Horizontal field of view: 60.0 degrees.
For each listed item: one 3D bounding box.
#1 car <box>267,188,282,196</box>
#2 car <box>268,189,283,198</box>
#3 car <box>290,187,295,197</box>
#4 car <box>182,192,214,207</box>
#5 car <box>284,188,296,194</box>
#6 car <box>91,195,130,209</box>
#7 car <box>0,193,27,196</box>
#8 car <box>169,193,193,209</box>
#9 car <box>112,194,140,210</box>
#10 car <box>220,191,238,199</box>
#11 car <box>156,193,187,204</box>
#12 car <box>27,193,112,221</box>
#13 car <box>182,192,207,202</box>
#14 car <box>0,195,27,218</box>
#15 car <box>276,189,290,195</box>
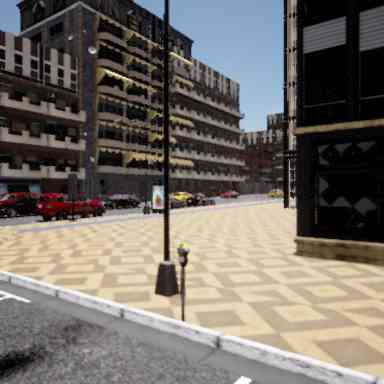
[{"bbox_3d":[19.494,-0.027,78.486,1.967,1.590,4.097,2,2,35],"label":"car"},{"bbox_3d":[16.218,0.290,63.746,1.882,1.535,5.008,0,1,35],"label":"car"},{"bbox_3d":[20.037,0.307,64.656,1.887,1.381,4.507,1,2,35],"label":"car"},{"bbox_3d":[0.942,0.963,37.396,1.947,1.339,4.313,1,2,35],"label":"car"},{"bbox_3d":[25.859,-0.242,87.571,1.967,1.590,4.097,2,2,35],"label":"car"},{"bbox_3d":[-9.140,1.069,37.608,1.802,1.307,4.206,1,2,35],"label":"car"},{"bbox_3d":[-15.502,1.010,28.515,2.192,1.841,5.009,1,2,35],"label":"car"},{"bbox_3d":[-2.240,1.068,32.852,1.947,1.339,4.313,1,2,35],"label":"car"},{"bbox_3d":[-7.630,1.003,35.271,2.128,1.511,4.902,0,1,35],"label":"car"},{"bbox_3d":[6.768,0.504,60.319,1.887,1.381,4.507,2,2,35],"label":"car"},{"bbox_3d":[-2.777,0.828,46.692,2.008,1.369,4.403,2,2,35],"label":"car"},{"bbox_3d":[-8.604,1.025,23.759,2.192,1.841,5.009,1,2,35],"label":"car"},{"bbox_3d":[0.404,0.753,51.235,1.802,1.307,4.206,2,2,35],"label":"car"},{"bbox_3d":[-13.406,1.226,27.026,1.812,1.442,4.674,0,1,35],"label":"car"},{"bbox_3d":[22.676,-0.029,83.032,1.887,1.381,4.507,2,2,35],"label":"car"}]
